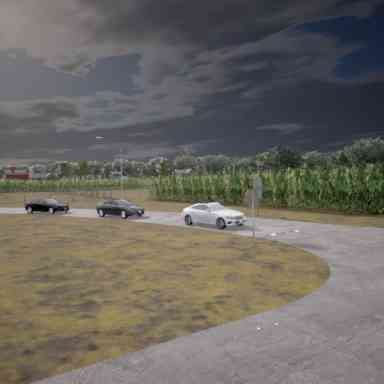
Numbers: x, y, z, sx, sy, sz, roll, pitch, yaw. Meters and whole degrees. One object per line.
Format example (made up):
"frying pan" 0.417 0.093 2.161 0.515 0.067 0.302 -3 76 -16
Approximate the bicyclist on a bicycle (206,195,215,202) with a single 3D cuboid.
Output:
"bicyclist on a bicycle" 1.599 1.101 29.547 0.582 1.620 1.656 1 1 43

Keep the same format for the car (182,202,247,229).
"car" 1.251 1.385 20.910 1.812 1.442 4.674 -3 2 -42

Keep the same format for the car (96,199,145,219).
"car" -6.047 1.341 27.954 4.892 1.490 1.837 0 2 38

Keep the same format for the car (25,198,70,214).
"car" -14.580 1.343 33.491 5.008 1.535 1.882 0 2 27
